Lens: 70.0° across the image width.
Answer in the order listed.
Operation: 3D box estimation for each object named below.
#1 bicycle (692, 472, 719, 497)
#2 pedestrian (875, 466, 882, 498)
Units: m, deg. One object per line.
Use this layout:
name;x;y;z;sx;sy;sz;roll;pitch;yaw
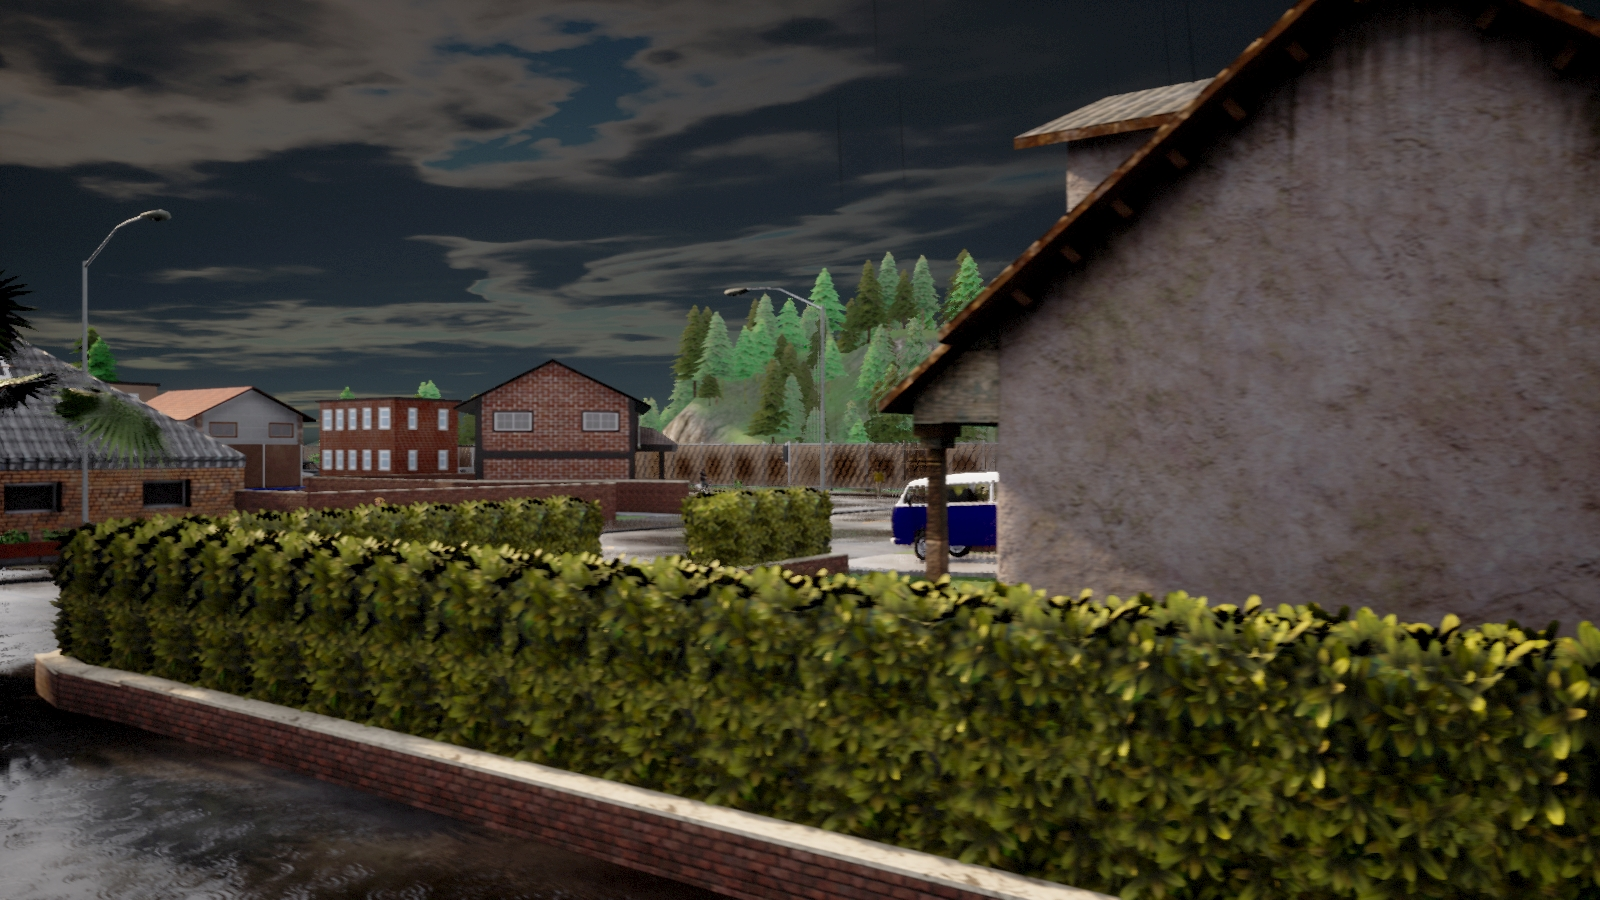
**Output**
bicycle;-5.683;2.060;68.860;1.835;1.471;0.329;0;0;35
pedestrian;4.599;1.849;66.779;0.375;1.860;0.375;0;0;15
